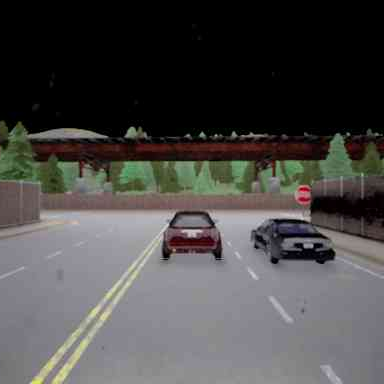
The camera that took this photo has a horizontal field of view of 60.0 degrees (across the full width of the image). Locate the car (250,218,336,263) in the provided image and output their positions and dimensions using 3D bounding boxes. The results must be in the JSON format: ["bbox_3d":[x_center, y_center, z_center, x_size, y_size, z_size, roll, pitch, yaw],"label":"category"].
[{"bbox_3d":[3.501,1.687,12.496,2.033,1.411,5.357,0,-1,0],"label":"car"}]

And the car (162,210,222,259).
[{"bbox_3d":[0.011,1.501,13.408,2.097,1.767,4.553,0,-1,0],"label":"car"}]
